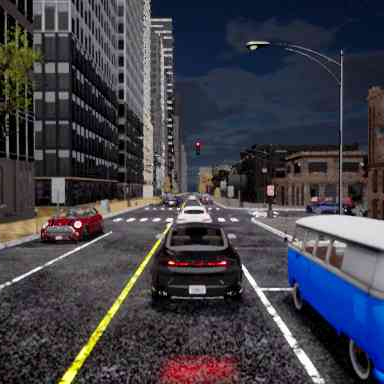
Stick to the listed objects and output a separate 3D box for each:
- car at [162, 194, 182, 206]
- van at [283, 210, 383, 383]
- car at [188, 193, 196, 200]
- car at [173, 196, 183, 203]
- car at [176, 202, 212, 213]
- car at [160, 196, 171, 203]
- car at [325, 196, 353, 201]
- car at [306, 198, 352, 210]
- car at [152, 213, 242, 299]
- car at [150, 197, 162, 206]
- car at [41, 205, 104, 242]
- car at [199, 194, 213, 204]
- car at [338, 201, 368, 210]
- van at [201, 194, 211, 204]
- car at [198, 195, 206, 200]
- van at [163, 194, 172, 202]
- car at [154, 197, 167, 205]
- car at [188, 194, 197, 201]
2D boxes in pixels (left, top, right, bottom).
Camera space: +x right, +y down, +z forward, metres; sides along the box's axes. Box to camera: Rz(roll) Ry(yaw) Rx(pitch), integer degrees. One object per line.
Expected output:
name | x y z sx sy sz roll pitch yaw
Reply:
car | -3.044 1.459 51.782 2.128 1.511 4.902 0 0 0
van | 2.679 1.338 5.091 1.690 1.788 3.998 -1 0 0
car | 0.084 1.222 91.027 2.097 1.767 4.553 0 0 0
car | -2.934 1.509 71.062 1.994 1.385 4.181 0 0 0
car | 0.111 1.513 18.739 1.812 1.442 4.674 0 0 0
car | -5.603 1.522 71.062 1.947 1.339 4.313 -1 0 0
car | 16.562 1.396 39.410 5.009 1.841 2.192 1 0 1
car | 14.850 1.670 36.849 4.181 1.385 1.994 1 1 1
car | 0.104 1.499 8.382 1.837 1.490 4.892 0 0 0
car | -5.790 1.491 53.960 1.752 1.417 4.829 -1 0 0
car | -5.689 1.429 16.182 1.967 1.590 4.097 -1 0 0
car | 2.732 1.403 59.711 1.967 1.590 4.097 -1 0 0
car | 16.446 1.781 31.034 4.313 1.339 1.947 1 0 1
van | 2.735 1.301 65.356 1.690 1.788 3.998 -1 0 0
car | 2.765 1.495 93.576 2.008 1.369 4.403 -1 0 0
van | -5.602 1.294 76.706 1.690 1.788 3.998 -1 0 0
car | -5.614 1.528 59.773 1.947 1.339 4.313 -1 0 0
car | 0.074 1.473 81.023 1.812 1.442 4.674 0 0 0
